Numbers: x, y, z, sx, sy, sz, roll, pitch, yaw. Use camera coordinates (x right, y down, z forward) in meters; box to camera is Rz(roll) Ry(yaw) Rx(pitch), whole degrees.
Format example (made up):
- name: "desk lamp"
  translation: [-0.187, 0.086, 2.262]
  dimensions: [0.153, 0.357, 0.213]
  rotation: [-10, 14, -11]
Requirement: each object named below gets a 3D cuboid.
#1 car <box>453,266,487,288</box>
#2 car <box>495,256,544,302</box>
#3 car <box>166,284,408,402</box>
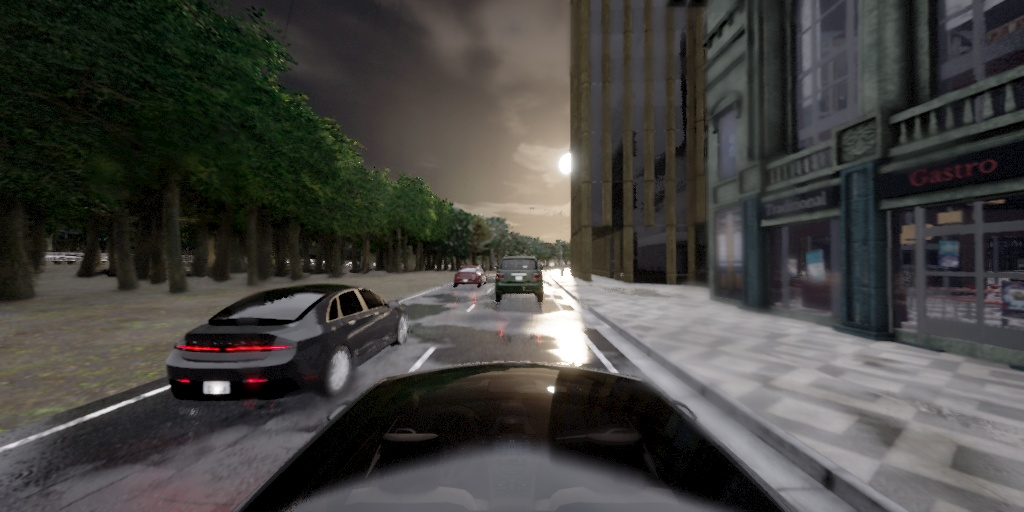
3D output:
- name: "car"
  translation: [-2.827, 1.380, 24.797]
  dimensions: [1.812, 1.442, 4.674]
  rotation: [0, 0, 3]
- name: "car"
  translation: [0.380, 1.032, 17.629]
  dimensions: [2.150, 2.045, 5.566]
  rotation: [0, 0, 2]
- name: "car"
  translation: [-3.349, 1.261, 6.513]
  dimensions: [1.837, 1.490, 4.892]
  rotation: [0, 0, 1]
